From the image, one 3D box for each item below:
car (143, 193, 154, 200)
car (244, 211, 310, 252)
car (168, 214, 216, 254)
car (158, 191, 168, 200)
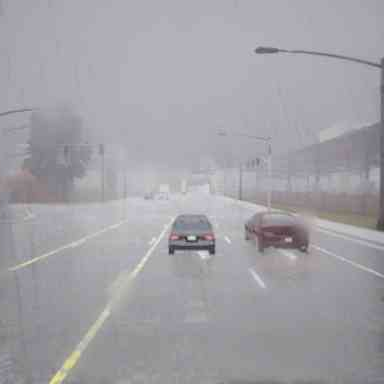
[{"bbox_3d":[-10.533,1.027,80.900,2.097,1.767,4.553,0,1,0],"label":"car"},{"bbox_3d":[3.499,1.577,14.503,1.882,1.535,5.008,0,0,0],"label":"car"},{"bbox_3d":[-0.005,1.645,14.008,2.033,1.411,5.357,0,0,0],"label":"car"},{"bbox_3d":[-7.033,0.898,81.101,2.150,2.045,5.566,0,1,0],"label":"car"}]
